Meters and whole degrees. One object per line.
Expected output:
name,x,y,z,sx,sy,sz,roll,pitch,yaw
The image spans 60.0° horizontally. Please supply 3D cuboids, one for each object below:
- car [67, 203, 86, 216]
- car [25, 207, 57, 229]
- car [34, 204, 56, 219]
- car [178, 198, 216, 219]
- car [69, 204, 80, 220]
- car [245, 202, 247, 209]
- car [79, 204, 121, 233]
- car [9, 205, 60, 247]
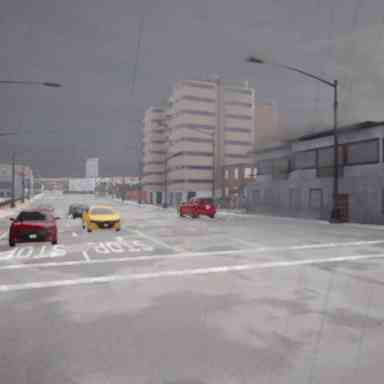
car,-15.080,2.232,43.414,2.033,1.411,5.357,0,-1,-22
car,-10.995,1.840,24.405,1.895,1.301,4.718,0,-1,-23
car,-15.984,2.078,36.419,2.033,1.411,5.357,0,-1,-22
car,0.440,1.623,33.365,2.150,2.045,5.566,0,-1,-22
car,-10.725,1.990,32.880,1.994,1.385,4.181,0,-2,-23
car,9.804,1.913,51.403,1.970,1.475,3.806,0,-1,-22
car,-5.770,1.640,20.964,1.882,1.535,5.008,0,-1,-23
car,-7.400,1.566,15.781,1.882,1.535,5.008,0,-1,-23
